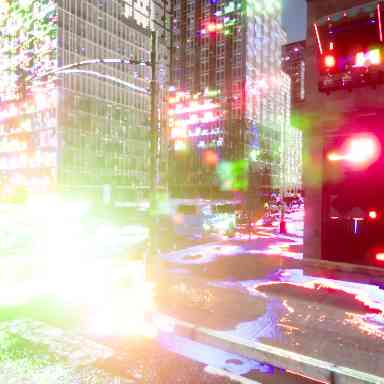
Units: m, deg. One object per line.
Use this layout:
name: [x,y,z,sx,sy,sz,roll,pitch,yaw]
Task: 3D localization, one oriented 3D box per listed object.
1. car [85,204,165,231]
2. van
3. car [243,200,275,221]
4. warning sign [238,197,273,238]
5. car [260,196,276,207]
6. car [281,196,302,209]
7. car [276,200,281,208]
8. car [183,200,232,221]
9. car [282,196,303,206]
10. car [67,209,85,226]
car: [-3.844,1.541,20.505,1.895,1.301,4.718,1,1,35]
van: [0.787,1.368,17.017,1.690,1.788,3.998,1,1,35]
car: [4.698,1.569,27.053,1.895,1.301,4.718,1,1,35]
warning sign: [3.072,1.177,16.130,1.300,1.860,1.060,1,1,35]
car: [6.839,1.384,35.611,1.882,1.535,5.008,1,1,35]
car: [13.030,1.439,44.303,2.033,1.411,5.357,1,1,36]
car: [9.899,1.294,44.448,1.967,1.590,4.097,1,1,35]
car: [1.411,1.448,27.942,1.812,1.442,4.674,1,1,35]
car: [16.185,1.364,53.348,1.752,1.417,4.829,1,1,35]
car: [-6.060,1.467,21.854,1.947,1.339,4.313,1,1,35]
